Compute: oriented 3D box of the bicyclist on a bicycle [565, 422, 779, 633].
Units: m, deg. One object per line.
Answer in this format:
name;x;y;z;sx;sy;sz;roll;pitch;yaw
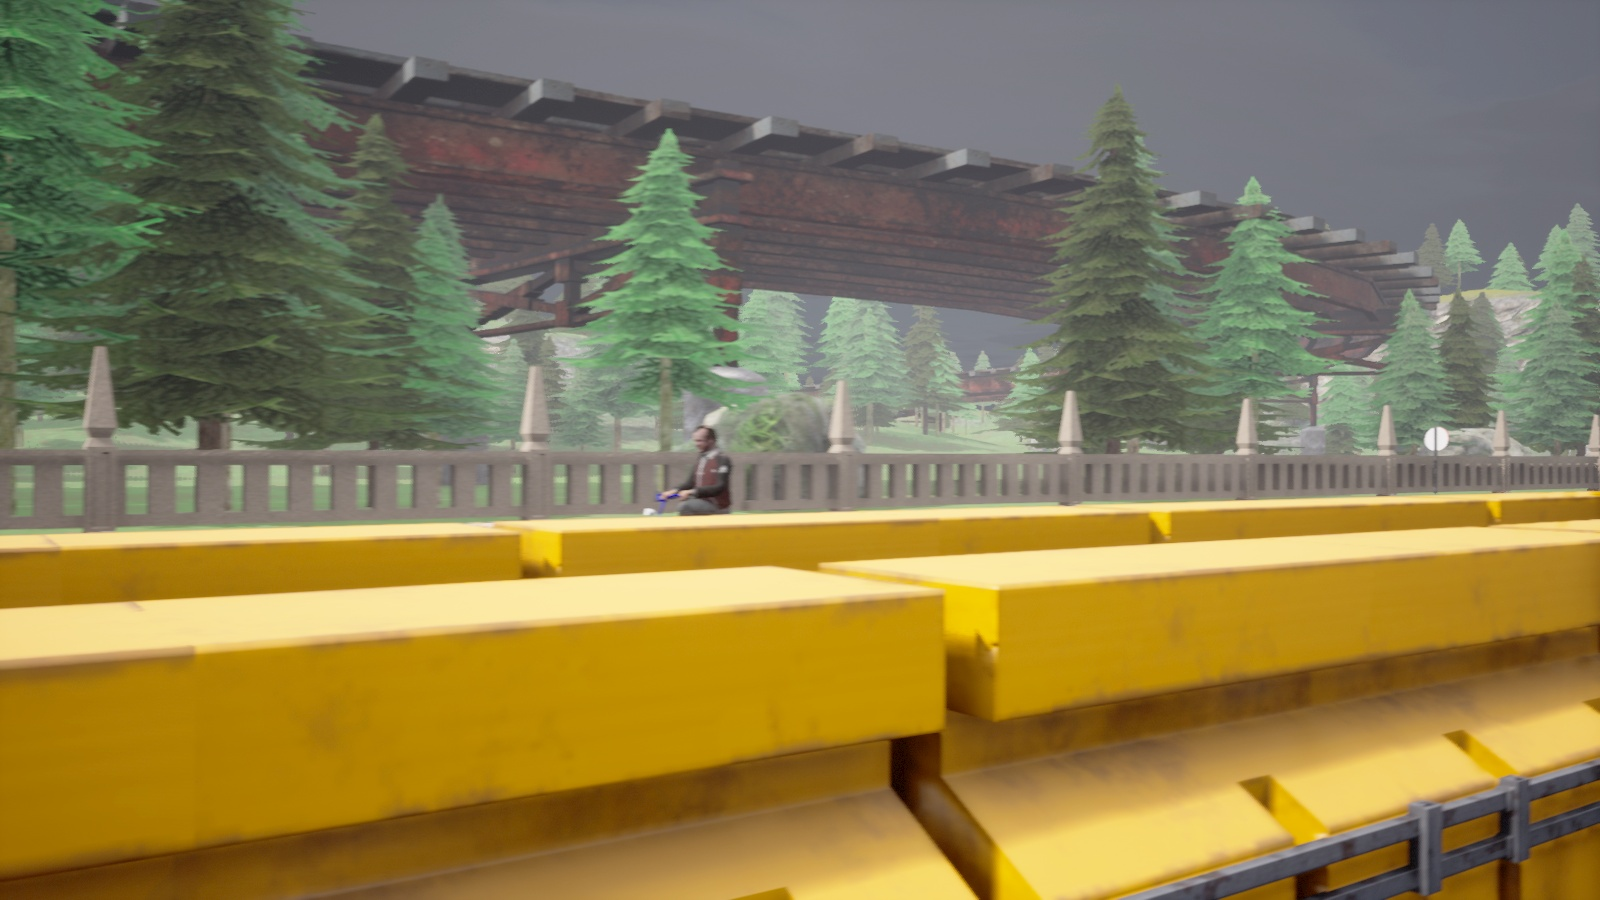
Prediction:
bicyclist on a bicycle;-1.138;0.660;11.395;1.843;1.776;0.659;0;0;-35
